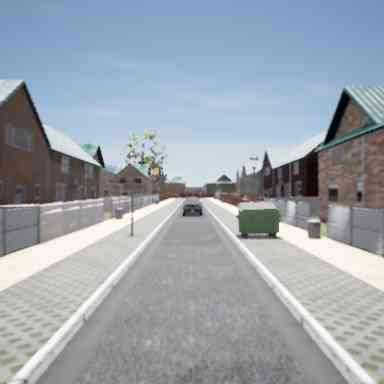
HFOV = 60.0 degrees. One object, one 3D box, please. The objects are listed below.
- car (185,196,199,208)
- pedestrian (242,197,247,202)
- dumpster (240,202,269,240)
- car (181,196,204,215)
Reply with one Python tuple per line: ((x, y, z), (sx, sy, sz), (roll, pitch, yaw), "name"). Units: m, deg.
((0.056, 1.360, 46.333), (1.882, 1.535, 5.008), (0, 0, 0), "car")
((2.854, 1.097, 17.594), (0.375, 1.860, 0.375), (2, -1, -6), "pedestrian")
((2.987, 1.354, 16.165), (1.020, 1.700, 1.940), (-1, -1, 0), "dumpster")
((0.058, 1.424, 32.176), (1.837, 1.490, 4.892), (0, 0, 1), "car")
